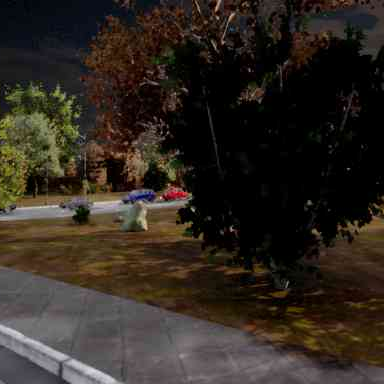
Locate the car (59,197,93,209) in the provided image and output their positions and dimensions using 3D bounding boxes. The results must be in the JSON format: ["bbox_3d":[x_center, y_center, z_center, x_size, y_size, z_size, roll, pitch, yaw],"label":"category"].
[{"bbox_3d":[-14.742,1.385,42.386,1.994,1.385,4.181,0,2,38],"label":"car"}]

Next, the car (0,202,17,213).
[{"bbox_3d":[-21.005,1.533,34.658,2.128,1.511,4.902,0,1,39],"label":"car"}]

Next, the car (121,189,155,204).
[{"bbox_3d":[-8.092,0.627,50.555,2.150,2.045,5.566,0,3,40],"label":"car"}]

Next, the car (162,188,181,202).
[{"bbox_3d":[-2.196,0.380,51.948,2.150,2.045,5.566,0,3,40],"label":"car"}]
